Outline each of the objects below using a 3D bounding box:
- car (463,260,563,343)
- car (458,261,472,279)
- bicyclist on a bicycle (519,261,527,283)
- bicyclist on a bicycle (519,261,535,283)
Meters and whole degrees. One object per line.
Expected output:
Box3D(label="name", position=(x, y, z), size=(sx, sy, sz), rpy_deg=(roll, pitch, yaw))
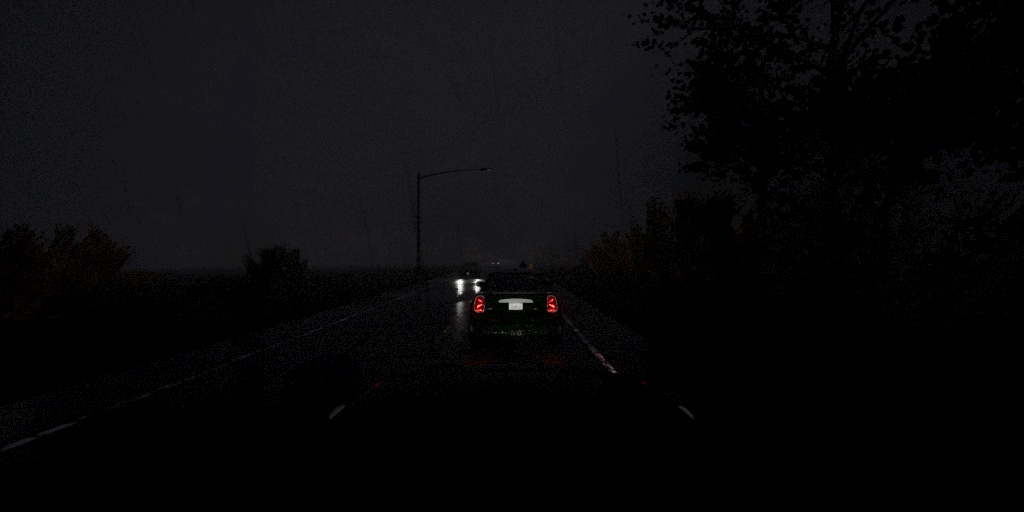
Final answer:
Box3D(label="car", position=(0.073, 1.099, 9.795), size=(2.097, 1.767, 4.553), rpy_deg=(0, 0, 0))
Box3D(label="car", position=(-3.767, 1.244, 32.762), size=(1.837, 1.490, 4.892), rpy_deg=(0, 0, 0))
Box3D(label="bicyclist on a bicycle", position=(0.843, 1.193, 27.256), size=(0.582, 1.620, 1.656), rpy_deg=(0, 0, 0))
Box3D(label="bicyclist on a bicycle", position=(0.905, 1.180, 17.139), size=(0.866, 1.612, 1.509), rpy_deg=(0, 0, 0))
